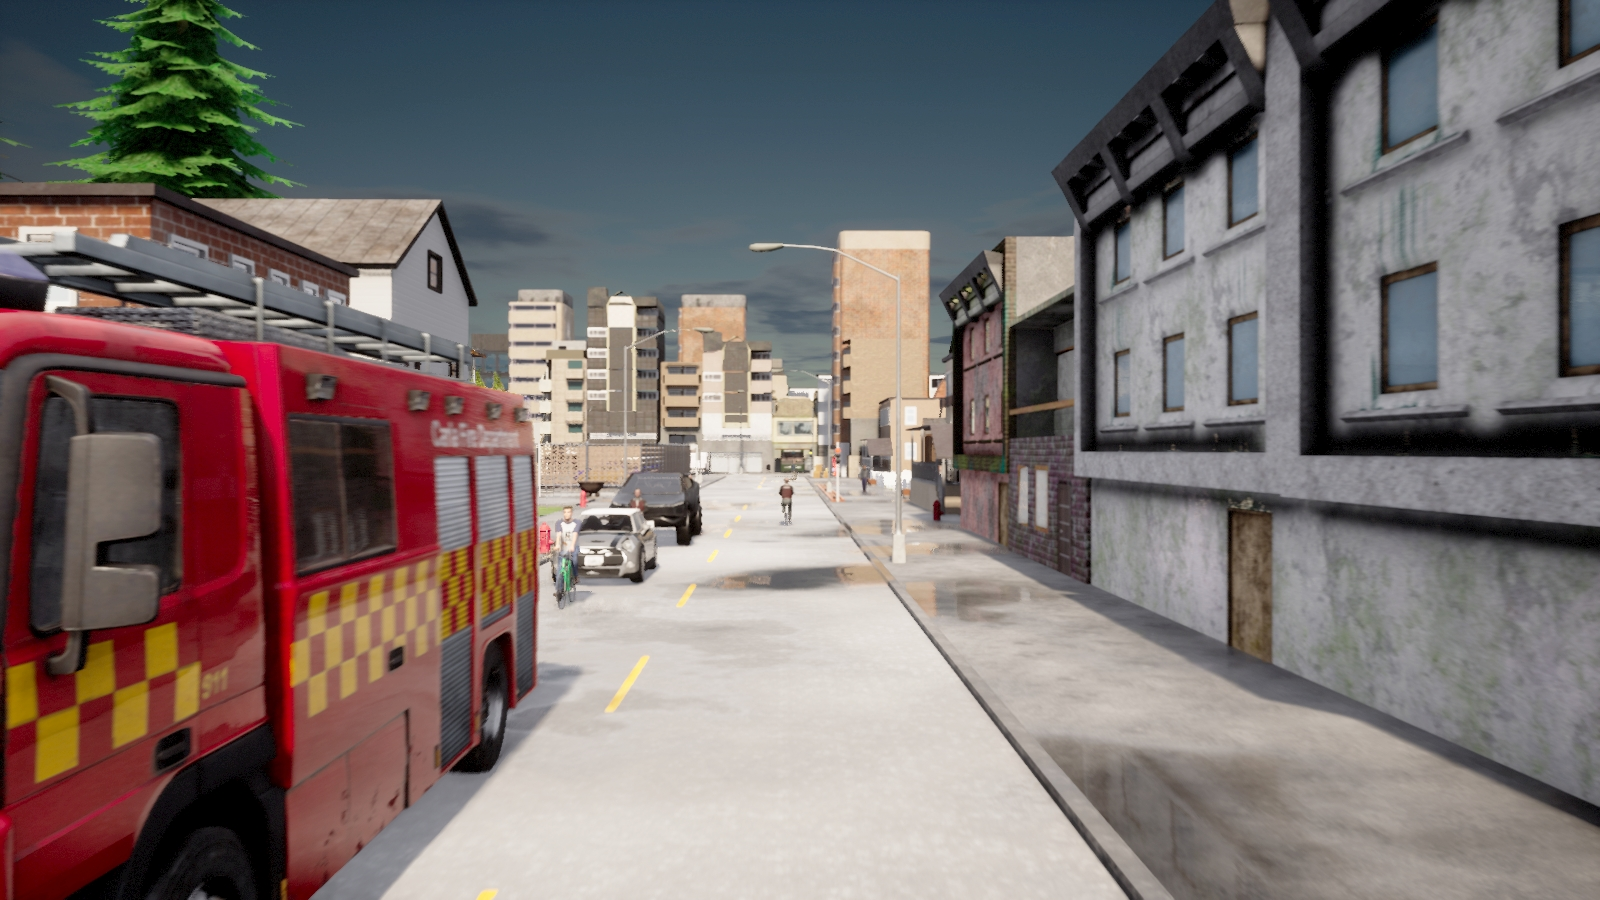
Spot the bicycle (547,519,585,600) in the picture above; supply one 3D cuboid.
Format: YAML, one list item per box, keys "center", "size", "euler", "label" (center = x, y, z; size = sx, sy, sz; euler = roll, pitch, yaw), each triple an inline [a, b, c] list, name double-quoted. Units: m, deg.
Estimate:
- center: [-4.190, 1.937, 20.547]
  size: [0.373, 1.296, 1.643]
  euler: [0, 0, -1]
  label: "bicycle"

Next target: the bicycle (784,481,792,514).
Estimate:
- center: [-0.511, 1.942, 47.086]
  size: [0.329, 1.271, 1.835]
  euler: [0, 0, -1]
  label: "bicycle"

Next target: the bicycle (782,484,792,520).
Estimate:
- center: [-0.491, 1.942, 42.778]
  size: [0.329, 1.271, 1.835]
  euler: [0, 0, -1]
  label: "bicycle"

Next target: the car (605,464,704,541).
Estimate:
- center: [-4.399, 1.535, 35.613]
  size: [2.390, 2.098, 6.274]
  euler: [0, 0, -1]
  label: "car"

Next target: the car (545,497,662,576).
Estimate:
- center: [-4.255, 1.846, 25.280]
  size: [1.970, 1.475, 3.806]
  euler: [0, 0, -1]
  label: "car"

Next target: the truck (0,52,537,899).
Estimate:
- center: [-3.998, 0.671, 7.068]
  size: [2.891, 3.827, 8.468]
  euler: [0, 0, -1]
  label: "truck"

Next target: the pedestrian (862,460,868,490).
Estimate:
- center: [4.028, 1.527, 70.919]
  size: [0.375, 1.860, 0.375]
  euler: [0, 0, 1]
  label: "pedestrian"
